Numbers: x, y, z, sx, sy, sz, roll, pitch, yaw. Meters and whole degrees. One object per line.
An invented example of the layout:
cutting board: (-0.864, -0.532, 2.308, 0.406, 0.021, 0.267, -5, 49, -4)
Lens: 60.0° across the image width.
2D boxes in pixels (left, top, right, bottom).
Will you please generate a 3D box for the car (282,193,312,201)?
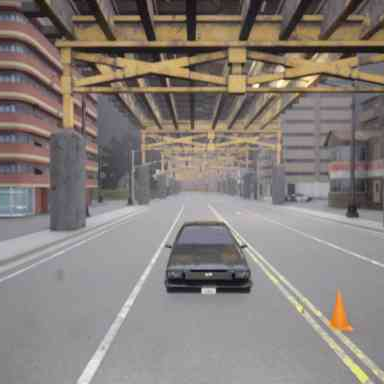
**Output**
car: (17.472, 0.818, 55.276, 4.536, 1.218, 1.853, 0, 1, -20)

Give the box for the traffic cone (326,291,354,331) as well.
traffic cone: (2.451, 1.946, 5.528, 0.340, 0.580, 0.340, 0, 0, 0)

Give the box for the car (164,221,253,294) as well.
car: (0.356, 1.528, 9.134, 2.033, 1.411, 5.357, 0, 0, 1)

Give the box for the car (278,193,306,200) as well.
car: (17.815, 0.769, 59.394, 4.536, 1.218, 1.853, 0, 1, 25)

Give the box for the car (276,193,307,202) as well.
car: (17.768, 0.926, 59.417, 4.974, 1.542, 2.038, 0, 1, 25)

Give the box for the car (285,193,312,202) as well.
car: (17.423, 0.976, 55.260, 4.974, 1.542, 2.038, 0, 1, -20)
